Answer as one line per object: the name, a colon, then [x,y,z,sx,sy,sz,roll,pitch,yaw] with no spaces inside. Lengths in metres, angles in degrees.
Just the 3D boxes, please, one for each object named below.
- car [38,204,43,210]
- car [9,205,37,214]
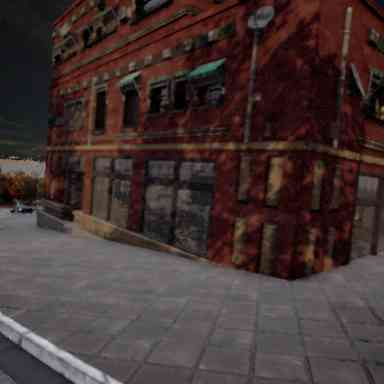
car: [-26.860,2.947,60.455,2.033,1.411,5.357,5,-3,-7]
car: [-25.660,2.633,50.206,1.895,1.301,4.718,5,-3,-7]
